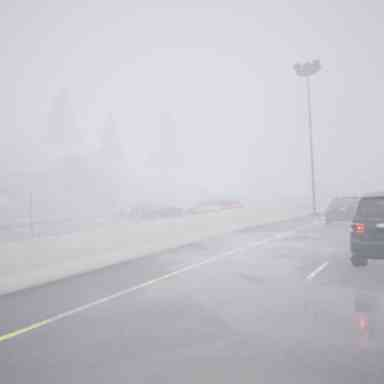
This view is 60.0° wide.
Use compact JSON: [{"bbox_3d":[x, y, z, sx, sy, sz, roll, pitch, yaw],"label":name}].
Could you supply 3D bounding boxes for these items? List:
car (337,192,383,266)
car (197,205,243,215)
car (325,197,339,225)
[{"bbox_3d":[6.276,0.970,10.035,2.150,2.045,5.566,-3,0,35],"label":"car"},{"bbox_3d":[2.545,1.367,28.376,2.097,1.767,4.553,-3,0,39],"label":"car"},{"bbox_3d":[9.854,0.979,20.461,2.097,1.767,4.553,-3,0,39],"label":"car"}]
